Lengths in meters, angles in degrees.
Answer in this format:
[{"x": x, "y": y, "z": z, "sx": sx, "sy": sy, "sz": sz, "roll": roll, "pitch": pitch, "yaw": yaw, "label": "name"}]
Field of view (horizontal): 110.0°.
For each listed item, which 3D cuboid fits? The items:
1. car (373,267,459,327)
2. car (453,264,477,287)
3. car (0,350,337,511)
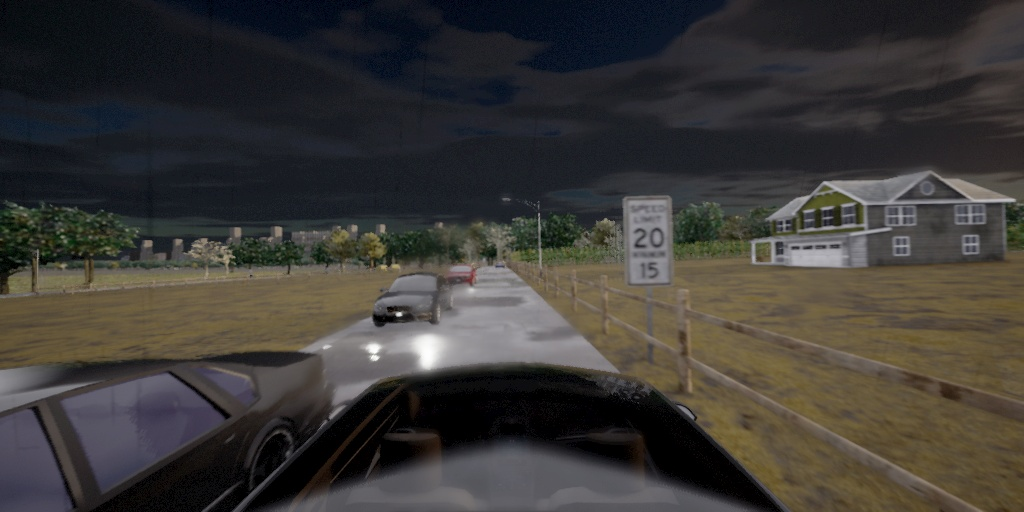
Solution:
[{"x": -3.142, "y": 1.335, "z": 12.171, "sx": 1.837, "sy": 1.490, "sz": 4.892, "roll": -1, "pitch": 0, "yaw": -2, "label": "car"}, {"x": -3.627, "y": 1.374, "z": 26.210, "sx": 1.882, "sy": 1.535, "sz": 5.008, "roll": -1, "pitch": -1, "yaw": -2, "label": "car"}, {"x": -2.823, "y": 1.363, "z": 1.579, "sx": 2.033, "sy": 1.411, "sz": 5.357, "roll": -1, "pitch": 0, "yaw": 0, "label": "car"}]
